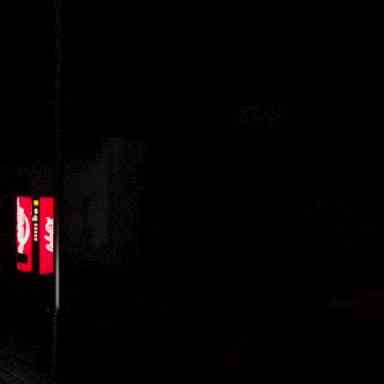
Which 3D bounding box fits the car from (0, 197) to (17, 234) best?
[{"bbox_3d":[-9.149,1.221,15.626,2.150,2.045,5.566,0,0,36],"label":"car"}]
